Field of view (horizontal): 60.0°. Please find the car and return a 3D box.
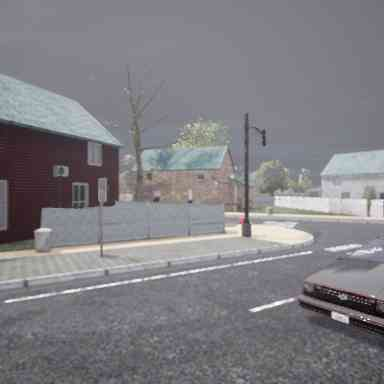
[{"bbox_3d":[4.494,1.600,6.770,5.357,1.411,2.033,0,0,-35],"label":"car"}]
